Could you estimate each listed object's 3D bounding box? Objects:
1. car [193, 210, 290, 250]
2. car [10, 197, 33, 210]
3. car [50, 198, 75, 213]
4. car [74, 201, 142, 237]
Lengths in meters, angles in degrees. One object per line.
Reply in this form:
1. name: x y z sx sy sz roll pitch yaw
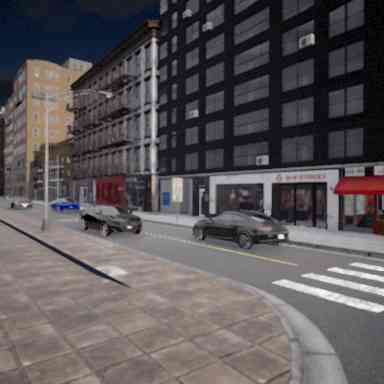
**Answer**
1. car: 1.953 1.492 14.231 1.812 1.442 4.674 0 0 -37
2. car: -19.912 1.293 38.806 2.128 1.511 4.902 0 0 -36
3. car: -13.435 1.328 34.925 1.882 1.535 5.008 0 0 -37
4. car: -4.455 1.402 17.901 1.882 1.535 5.008 0 0 -37
